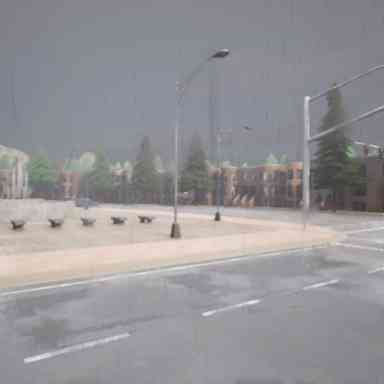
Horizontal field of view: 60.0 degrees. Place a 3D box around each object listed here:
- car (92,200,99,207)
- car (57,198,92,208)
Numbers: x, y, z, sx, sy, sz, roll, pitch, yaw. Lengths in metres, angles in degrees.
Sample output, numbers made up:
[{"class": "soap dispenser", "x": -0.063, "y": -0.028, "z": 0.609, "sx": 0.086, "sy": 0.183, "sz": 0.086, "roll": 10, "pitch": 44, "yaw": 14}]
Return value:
[{"class": "car", "x": -17.244, "y": 1.689, "z": 53.829, "sx": 4.674, "sy": 1.442, "sz": 1.812, "roll": 0, "pitch": 0, "yaw": 17}, {"class": "car", "x": -18.299, "y": 1.650, "z": 50.496, "sx": 4.892, "sy": 1.490, "sz": 1.837, "roll": 0, "pitch": -1, "yaw": 17}]
